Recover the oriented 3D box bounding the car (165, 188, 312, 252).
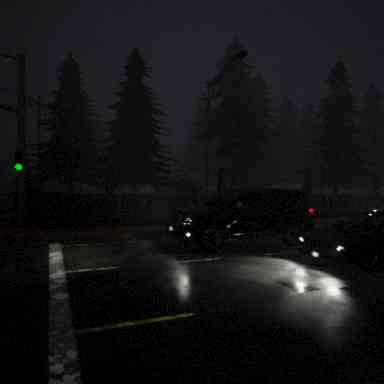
[{"bbox_3d":[1.853,0.872,12.197,5.566,2.045,2.150,0,2,-23],"label":"car"}]

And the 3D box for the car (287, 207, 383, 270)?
[{"bbox_3d":[5.814,1.314,10.093,5.357,1.411,2.033,0,2,-23],"label":"car"}]
